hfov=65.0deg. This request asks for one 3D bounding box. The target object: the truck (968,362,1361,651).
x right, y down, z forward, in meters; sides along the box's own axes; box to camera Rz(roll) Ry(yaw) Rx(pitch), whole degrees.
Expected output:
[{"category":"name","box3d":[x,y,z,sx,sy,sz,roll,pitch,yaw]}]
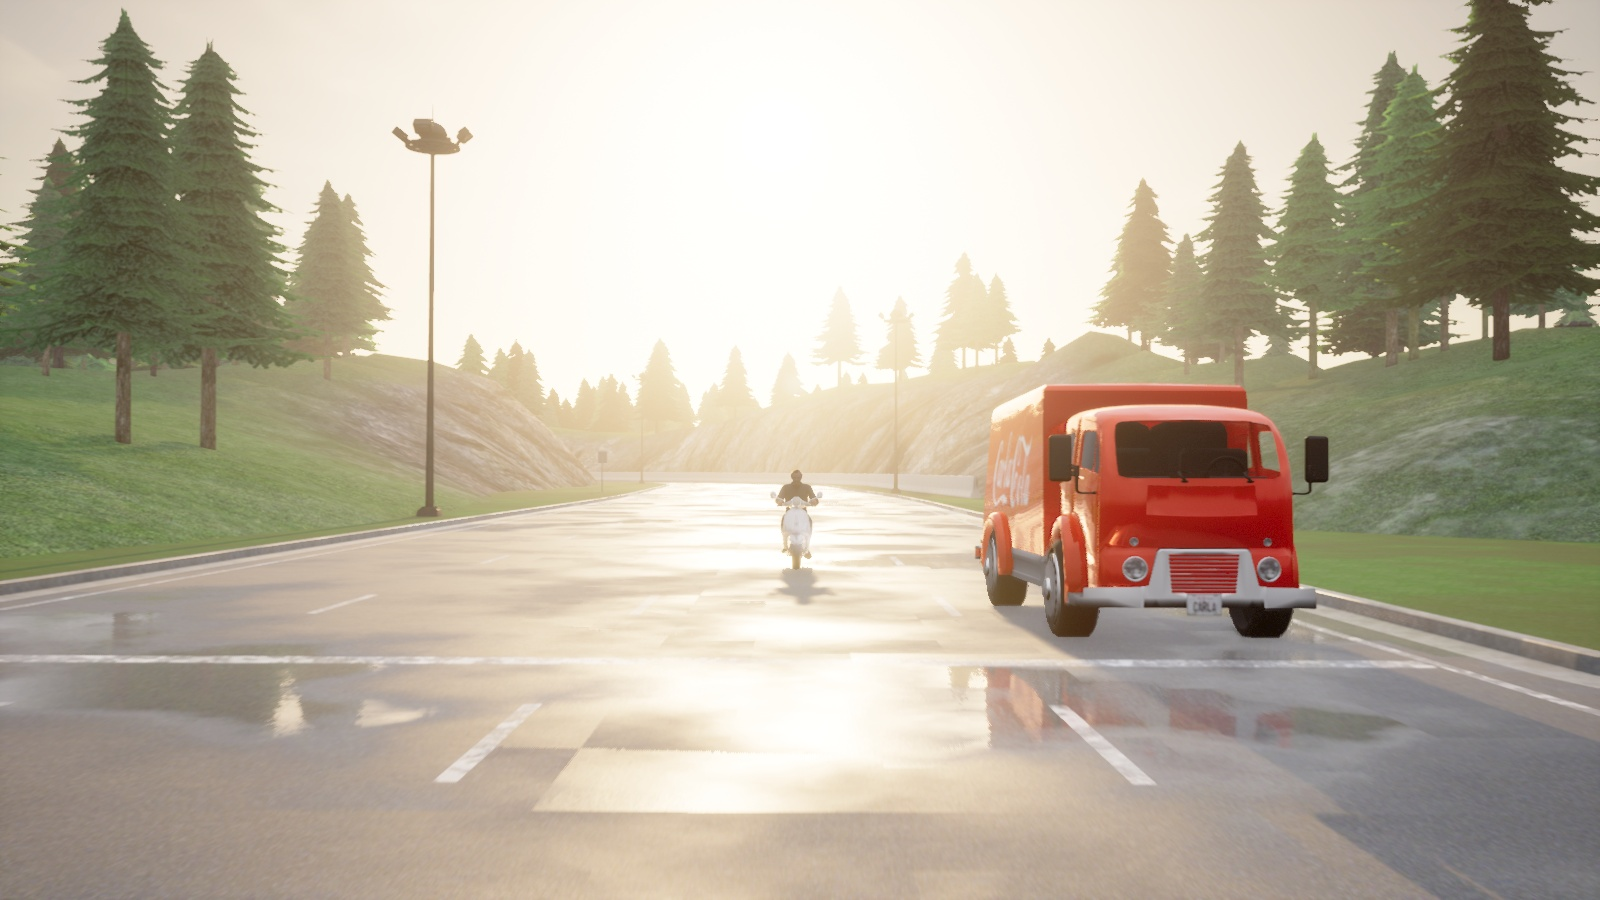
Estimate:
[{"category":"truck","box3d":[3.466,0.544,13.352,2.627,2.467,5.204,0,-1,0]}]

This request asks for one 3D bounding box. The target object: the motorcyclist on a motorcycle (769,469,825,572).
[{"category":"motorcyclist on a motorcycle","box3d":[-0.049,1.110,20.404,0.866,1.590,1.817,0,-1,0]}]
